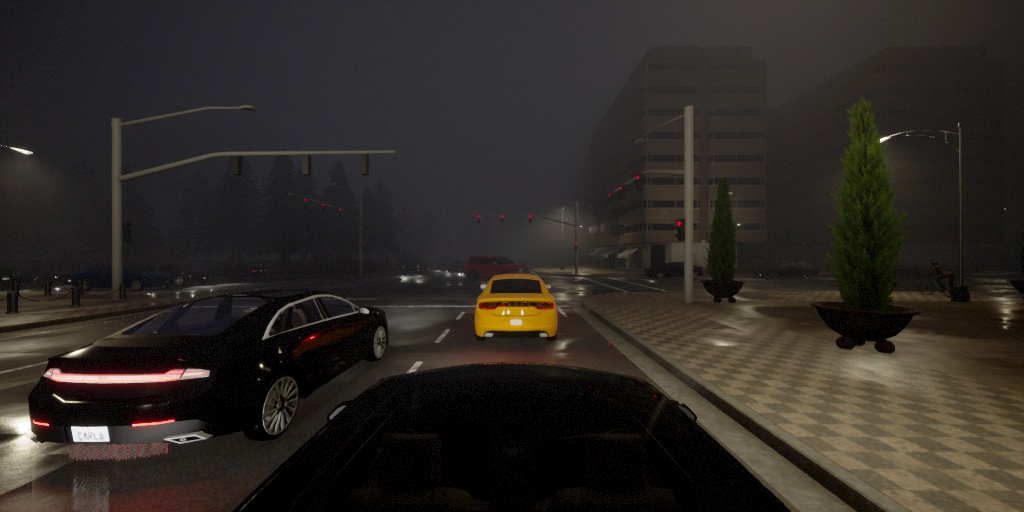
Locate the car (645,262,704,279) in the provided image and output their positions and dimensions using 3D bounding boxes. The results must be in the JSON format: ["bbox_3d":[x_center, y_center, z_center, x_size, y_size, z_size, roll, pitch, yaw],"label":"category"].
[{"bbox_3d":[14.649,1.283,32.520,5.008,1.535,1.882,0,0,0],"label":"car"}]

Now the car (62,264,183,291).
[{"bbox_3d":[-23.432,1.283,21.721,5.008,1.535,1.882,0,0,0],"label":"car"}]

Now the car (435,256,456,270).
[{"bbox_3d":[-9.732,0.972,53.587,2.150,2.045,5.566,0,0,6],"label":"car"}]

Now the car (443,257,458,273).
[{"bbox_3d":[-6.799,1.255,44.699,1.837,1.490,4.892,0,0,2],"label":"car"}]

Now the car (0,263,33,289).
[{"bbox_3d":[-33.367,1.027,21.697,5.566,2.045,2.150,0,0,0],"label":"car"}]

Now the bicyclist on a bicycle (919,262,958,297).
[{"bbox_3d":[20.288,1.106,17.051,0.582,1.620,1.656,0,0,0],"label":"bicyclist on a bicycle"}]

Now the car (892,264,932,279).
[{"bbox_3d":[34.925,1.406,32.563,4.718,1.301,1.895,0,0,0],"label":"car"}]

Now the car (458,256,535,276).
[{"bbox_3d":[-1.289,0.990,28.433,5.566,2.045,2.150,0,1,37],"label":"car"}]

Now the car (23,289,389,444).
[{"bbox_3d":[-3.423,1.242,5.354,2.128,1.511,4.902,0,0,1],"label":"car"}]

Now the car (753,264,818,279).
[{"bbox_3d":[24.726,1.406,32.545,4.718,1.301,1.895,0,0,0],"label":"car"}]

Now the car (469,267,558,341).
[{"bbox_3d":[0.107,1.228,9.936,1.882,1.535,5.008,0,0,0],"label":"car"}]

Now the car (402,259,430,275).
[{"bbox_3d":[-10.409,1.101,39.067,2.097,1.767,4.553,0,0,1],"label":"car"}]

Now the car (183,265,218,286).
[{"bbox_3d":[-24.015,1.310,25.231,4.892,1.490,1.837,0,0,1],"label":"car"}]

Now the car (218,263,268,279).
[{"bbox_3d":[-24.993,1.353,32.229,5.357,1.411,2.033,0,0,3],"label":"car"}]

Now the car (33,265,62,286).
[{"bbox_3d":[-33.757,1.353,25.194,5.357,1.411,2.033,0,0,0],"label":"car"}]
